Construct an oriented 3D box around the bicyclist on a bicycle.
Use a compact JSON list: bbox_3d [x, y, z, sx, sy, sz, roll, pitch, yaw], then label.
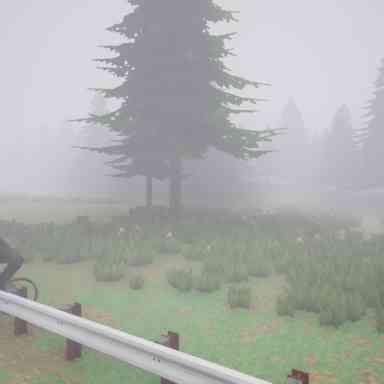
[{"bbox_3d":[-3.489,1.391,5.750,1.656,1.620,0.582,7,-4,-40],"label":"bicyclist on a bicycle"}]
